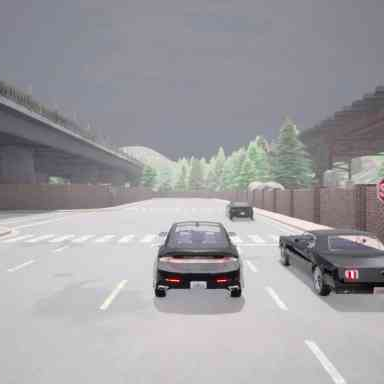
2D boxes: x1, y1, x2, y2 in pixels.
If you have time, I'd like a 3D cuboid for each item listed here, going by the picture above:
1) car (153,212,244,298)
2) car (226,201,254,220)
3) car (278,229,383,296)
[{"bbox_3d":[0.144,1.492,8.526,2.128,1.511,4.902,0,0,1],"label":"car"},{"bbox_3d":[3.950,1.477,28.075,1.882,1.535,5.008,0,0,1],"label":"car"},{"bbox_3d":[3.646,1.601,8.568,1.895,1.301,4.718,0,0,1],"label":"car"}]
